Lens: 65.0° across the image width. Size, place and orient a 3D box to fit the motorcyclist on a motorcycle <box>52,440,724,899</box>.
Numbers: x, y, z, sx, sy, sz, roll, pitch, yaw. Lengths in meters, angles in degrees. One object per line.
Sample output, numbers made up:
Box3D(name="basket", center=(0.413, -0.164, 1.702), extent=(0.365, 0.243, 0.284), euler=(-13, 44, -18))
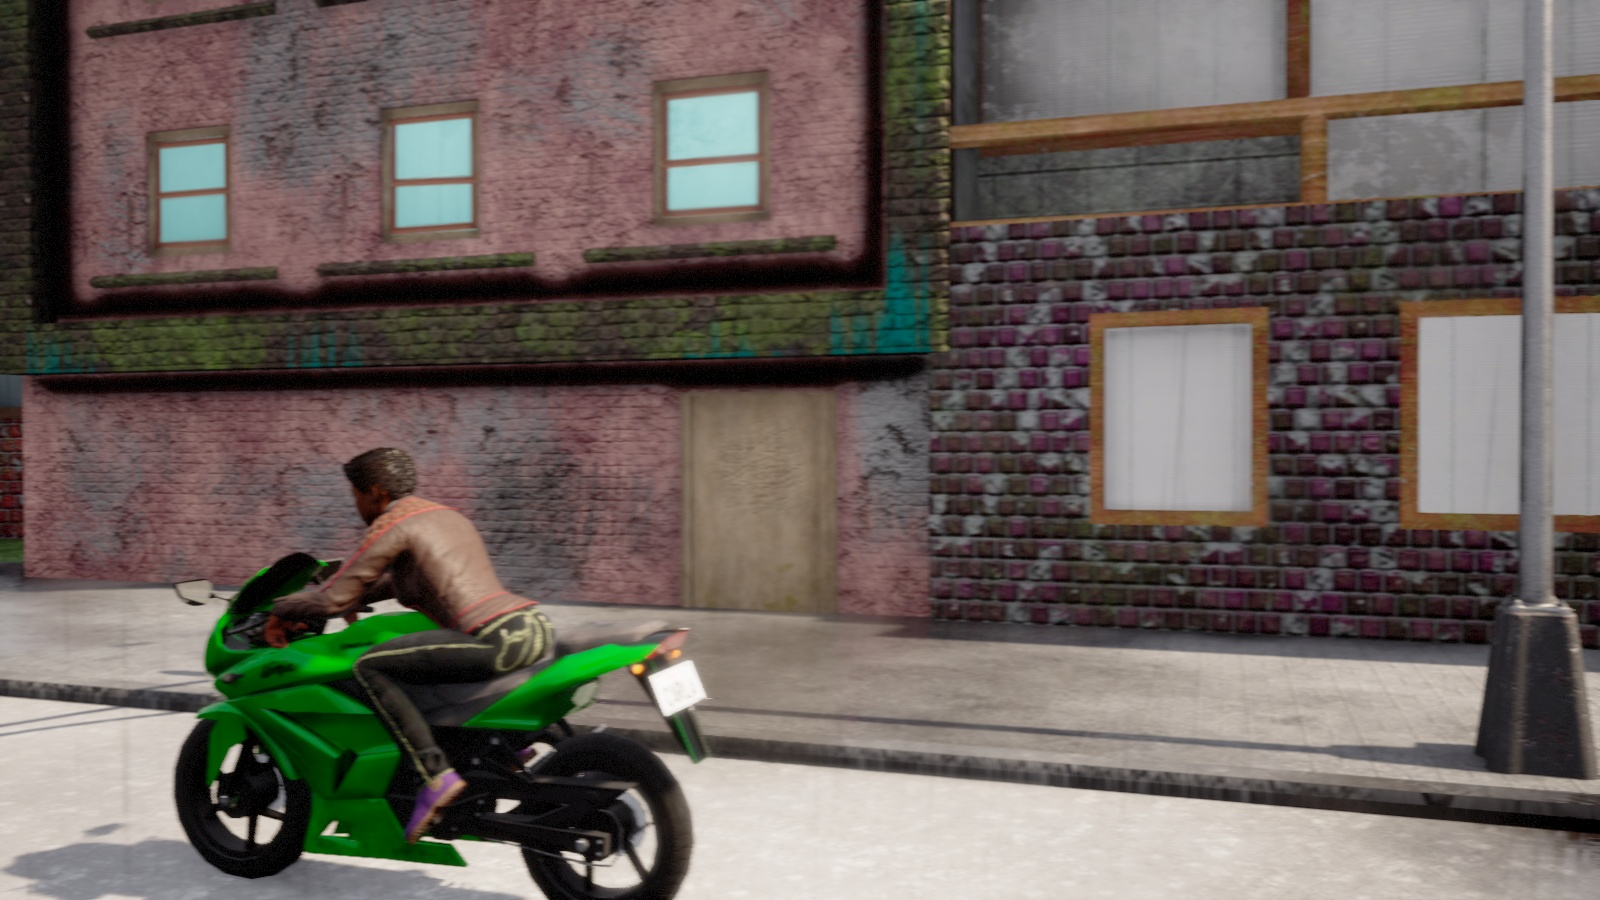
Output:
Box3D(name="motorcyclist on a motorcycle", center=(-1.355, 0.737, 4.175), extent=(2.044, 1.523, 0.797), euler=(1, 1, 19))
